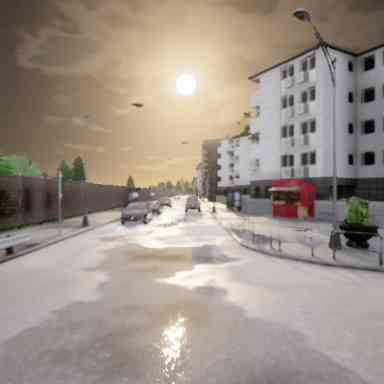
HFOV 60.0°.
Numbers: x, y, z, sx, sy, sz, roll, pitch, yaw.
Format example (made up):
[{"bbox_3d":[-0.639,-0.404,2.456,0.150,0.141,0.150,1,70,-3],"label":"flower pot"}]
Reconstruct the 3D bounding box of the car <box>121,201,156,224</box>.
[{"bbox_3d":[-4.091,1.551,25.163,1.837,1.490,4.892,0,0,0],"label":"car"}]

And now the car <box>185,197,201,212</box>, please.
[{"bbox_3d":[0.100,1.620,40.431,2.033,1.411,5.357,0,0,0],"label":"car"}]

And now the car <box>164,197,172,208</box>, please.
[{"bbox_3d":[-4.043,1.595,50.051,1.837,1.490,4.892,0,0,1],"label":"car"}]

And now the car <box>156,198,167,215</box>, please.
[{"bbox_3d":[-4.085,1.611,34.938,2.033,1.411,5.357,0,0,0],"label":"car"}]
